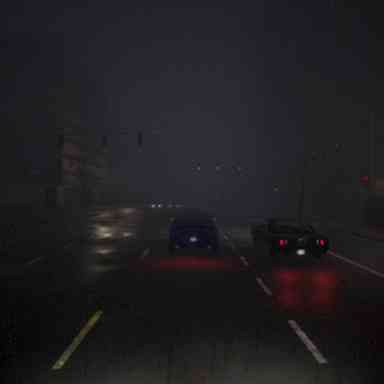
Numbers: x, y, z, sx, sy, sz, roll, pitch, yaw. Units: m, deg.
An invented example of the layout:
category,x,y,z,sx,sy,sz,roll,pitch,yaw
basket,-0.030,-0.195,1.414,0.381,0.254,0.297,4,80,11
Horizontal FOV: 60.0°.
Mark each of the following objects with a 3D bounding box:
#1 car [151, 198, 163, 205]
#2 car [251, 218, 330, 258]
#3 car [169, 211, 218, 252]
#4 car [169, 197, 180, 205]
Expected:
category,x,y,z,sx,sy,sz,roll,pitch,yaw
car,-7.024,1.913,66.844,1.994,1.385,4.181,0,0,0
car,3.557,1.671,13.016,1.895,1.301,4.718,0,0,0
car,0.063,1.555,14.378,1.882,1.535,5.008,0,0,0
car,-3.524,1.832,66.844,1.882,1.535,5.008,0,0,0
